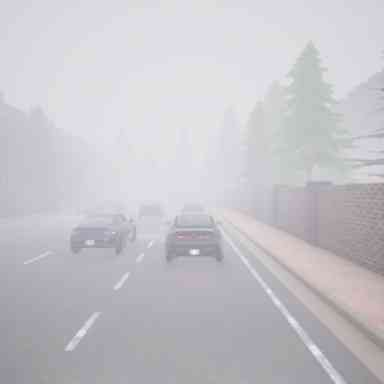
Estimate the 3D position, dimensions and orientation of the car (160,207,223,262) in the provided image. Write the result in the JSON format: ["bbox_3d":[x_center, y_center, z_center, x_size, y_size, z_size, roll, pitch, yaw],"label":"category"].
[{"bbox_3d":[0.069,1.501,12.079,1.837,1.490,4.892,0,0,0],"label":"car"}]

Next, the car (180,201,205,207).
[{"bbox_3d":[0.034,1.499,27.879,1.837,1.490,4.892,0,0,0],"label":"car"}]

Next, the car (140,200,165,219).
[{"bbox_3d":[-3.470,1.475,29.467,1.882,1.535,5.008,0,0,0],"label":"car"}]

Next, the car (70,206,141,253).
[{"bbox_3d":[-3.443,1.526,13.488,1.812,1.442,4.674,0,0,0],"label":"car"}]

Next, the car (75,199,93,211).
[{"bbox_3d":[-10.707,1.495,34.708,2.128,1.511,4.902,0,0,-1],"label":"car"}]

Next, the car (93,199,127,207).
[{"bbox_3d":[-7.183,1.492,30.766,2.128,1.511,4.902,0,0,0],"label":"car"}]
